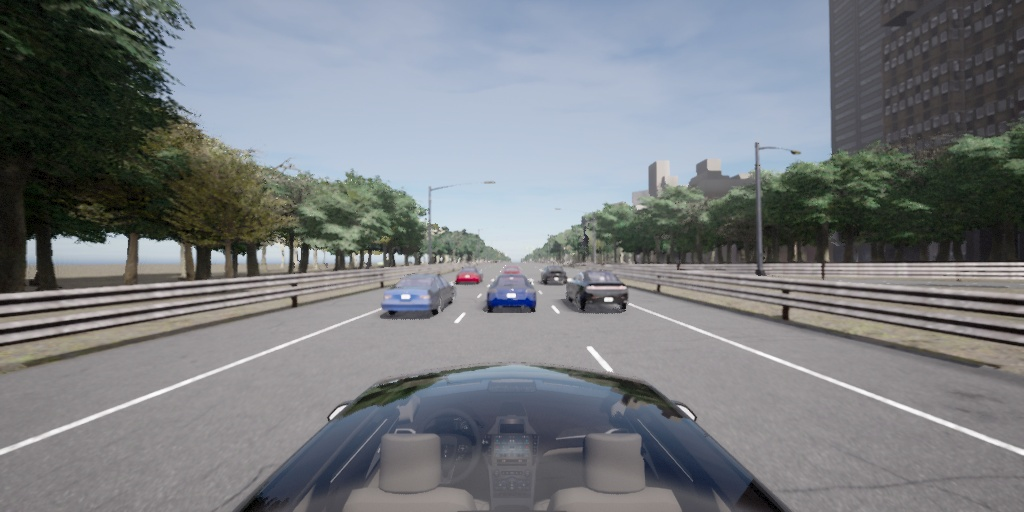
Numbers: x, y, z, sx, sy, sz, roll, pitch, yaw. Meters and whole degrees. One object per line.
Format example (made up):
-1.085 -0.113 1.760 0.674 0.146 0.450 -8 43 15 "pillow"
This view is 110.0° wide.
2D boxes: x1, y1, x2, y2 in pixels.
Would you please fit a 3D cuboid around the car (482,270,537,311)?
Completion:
0.001 1.454 15.314 1.994 1.385 4.181 0 -1 1 "car"

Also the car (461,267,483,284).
-3.515 1.600 30.346 1.994 1.385 4.181 0 0 0 "car"

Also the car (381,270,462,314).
-3.505 1.428 14.370 2.033 1.411 5.357 0 -1 0 "car"

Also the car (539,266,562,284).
3.484 1.543 30.353 1.837 1.490 4.892 0 0 0 "car"

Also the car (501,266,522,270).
-0.013 1.565 30.741 1.812 1.442 4.674 0 0 0 "car"

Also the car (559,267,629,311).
3.503 1.383 15.368 2.128 1.511 4.902 0 0 0 "car"
